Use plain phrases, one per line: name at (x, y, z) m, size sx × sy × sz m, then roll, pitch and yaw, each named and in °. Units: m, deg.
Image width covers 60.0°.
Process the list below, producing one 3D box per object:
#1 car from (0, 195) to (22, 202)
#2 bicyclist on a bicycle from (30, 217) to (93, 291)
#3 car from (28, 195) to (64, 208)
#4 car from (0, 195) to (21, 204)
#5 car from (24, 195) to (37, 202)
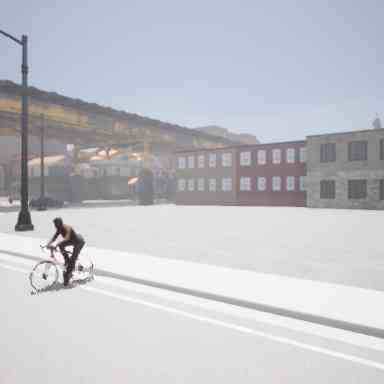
car at (-32.618, 1.167, 58.652) m, size 4.536 × 1.218 × 1.853 m, roll 0°, pitch 0°, yaw 7°
bicyclist on a bicycle at (-2.997, 1.404, 7.784) m, size 0.582 × 1.620 × 1.656 m, roll 0°, pitch 0°, yaw 35°
car at (-19.742, 1.437, 45.238) m, size 1.812 × 1.442 × 4.674 m, roll 0°, pitch 0°, yaw 33°
car at (-32.567, 1.325, 58.646) m, size 4.974 × 1.542 × 2.038 m, roll 0°, pitch 0°, yaw 7°
car at (-29.063, 1.172, 59.917) m, size 1.853 × 1.218 × 4.536 m, roll 0°, pitch 0°, yaw -23°
